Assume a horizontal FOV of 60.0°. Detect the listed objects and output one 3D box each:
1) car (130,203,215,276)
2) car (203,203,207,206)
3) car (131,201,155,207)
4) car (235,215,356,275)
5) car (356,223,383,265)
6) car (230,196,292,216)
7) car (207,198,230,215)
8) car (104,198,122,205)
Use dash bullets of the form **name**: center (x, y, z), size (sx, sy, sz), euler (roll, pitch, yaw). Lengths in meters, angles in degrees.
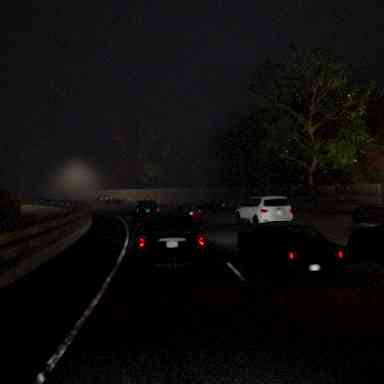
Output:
- **car**: center (-0.757, 1.400, 10.821), size (2.097, 1.767, 4.553), euler (0, 0, -6)
- **car**: center (-0.543, 1.681, 28.322), size (1.994, 1.385, 4.181), euler (0, 0, -15)
- **car**: center (-3.862, 1.476, 27.198), size (2.097, 1.767, 4.553), euler (0, 0, -15)
- **car**: center (2.855, 1.633, 10.625), size (1.895, 1.301, 4.718), euler (0, 0, -7)
- **car**: center (6.438, 1.367, 9.412), size (2.097, 1.767, 4.553), euler (0, 0, -5)
- **car**: center (4.588, 1.280, 22.018), size (2.150, 2.045, 5.566), euler (-1, 0, -11)
- **car**: center (2.824, 1.469, 36.660), size (2.097, 1.767, 4.553), euler (0, 0, -33)
- **car**: center (-16.201, 1.872, 67.924), size (2.033, 1.411, 5.357), euler (0, 0, -37)
